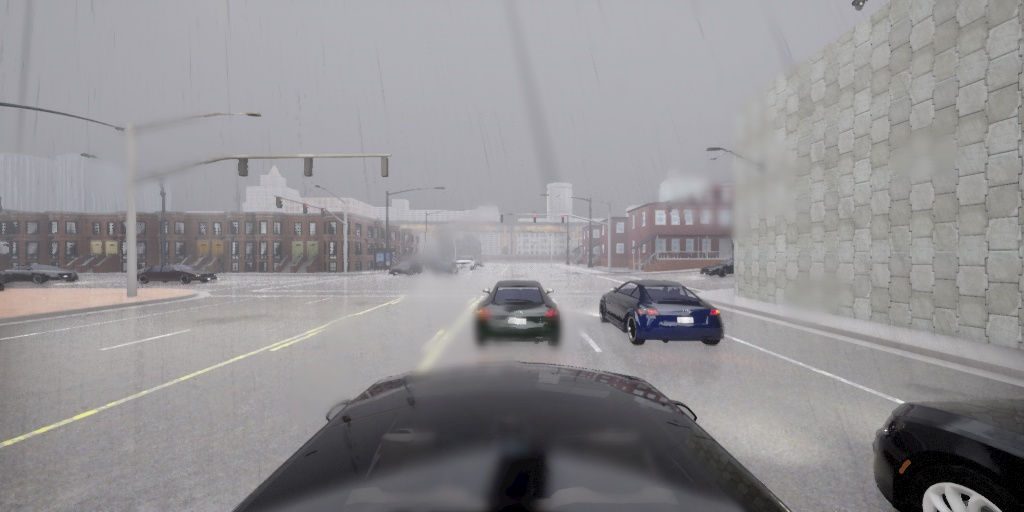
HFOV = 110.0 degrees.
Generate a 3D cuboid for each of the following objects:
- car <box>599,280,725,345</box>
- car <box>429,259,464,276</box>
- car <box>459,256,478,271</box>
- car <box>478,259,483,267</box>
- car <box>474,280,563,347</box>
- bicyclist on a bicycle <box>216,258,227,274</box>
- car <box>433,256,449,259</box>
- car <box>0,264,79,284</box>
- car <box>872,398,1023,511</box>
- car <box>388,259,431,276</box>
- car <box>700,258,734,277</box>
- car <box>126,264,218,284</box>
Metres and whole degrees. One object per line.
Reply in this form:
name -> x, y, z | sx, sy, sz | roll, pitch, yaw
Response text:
car -> 3.668, 1.314, 9.536 | 1.994, 1.385, 4.181 | 0, 0, 1
car -> -6.673, 1.297, 36.869 | 2.033, 1.411, 5.357 | 0, 0, 1
car -> -6.501, 0.973, 50.697 | 2.150, 2.045, 5.566 | 0, 0, 1
car -> -6.282, 1.297, 65.163 | 2.033, 1.411, 5.357 | 0, 0, 1
car -> 0.164, 1.314, 9.377 | 1.994, 1.385, 4.181 | 0, 0, 1
bicyclist on a bicycle -> -30.389, 1.053, 37.354 | 0.582, 1.620, 1.656 | 0, 0, 1
car -> -10.009, 0.971, 50.139 | 2.150, 2.045, 5.566 | 0, 0, 1
car -> -34.853, 1.314, 26.410 | 4.181, 1.385, 1.994 | 0, 0, 1
car -> 3.584, 1.255, 0.624 | 1.837, 1.490, 4.892 | 0, 0, 1
car -> -10.697, 1.297, 37.183 | 2.033, 1.411, 5.357 | 0, 0, 10
car -> 18.535, 0.854, 29.630 | 5.357, 1.411, 2.033 | -5, 0, 1
car -> -24.888, 1.297, 26.319 | 5.357, 1.411, 2.033 | 0, 0, 0
